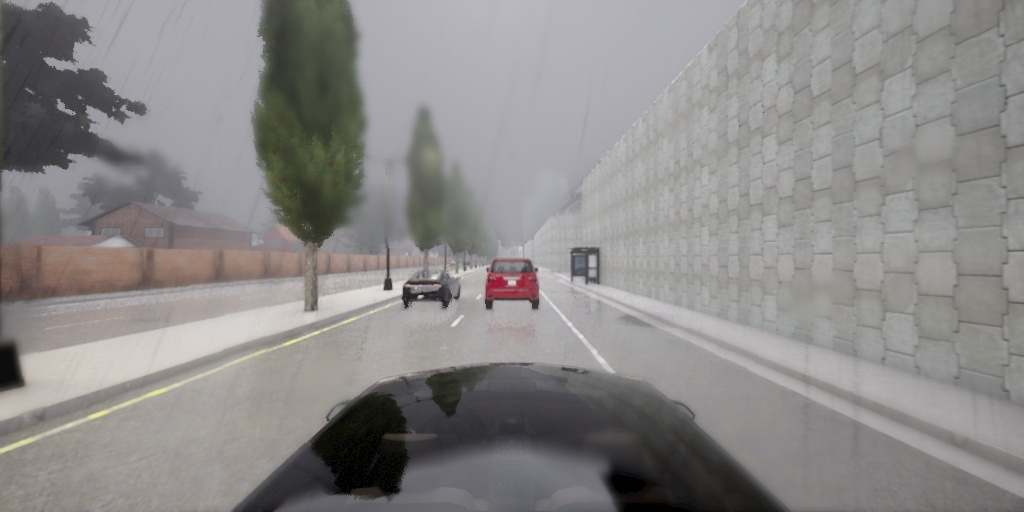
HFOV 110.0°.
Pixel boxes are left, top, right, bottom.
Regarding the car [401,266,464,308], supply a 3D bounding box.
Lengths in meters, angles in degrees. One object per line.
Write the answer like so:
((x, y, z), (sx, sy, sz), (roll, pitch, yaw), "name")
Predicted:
((-3.489, 1.377, 16.146), (2.128, 1.511, 4.902), (0, 0, 0), "car")

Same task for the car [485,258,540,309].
((0.008, 1.098, 15.868), (2.150, 2.045, 5.566), (0, 0, 0), "car")
